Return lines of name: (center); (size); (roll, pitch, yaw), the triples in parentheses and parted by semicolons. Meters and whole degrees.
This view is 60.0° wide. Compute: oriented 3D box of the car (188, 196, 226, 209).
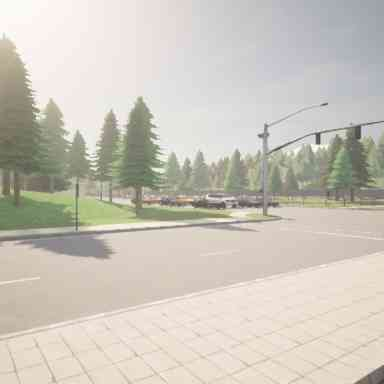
car: (1.931, 1.596, 44.296); (1.895, 1.301, 4.718); (0, 0, -35)

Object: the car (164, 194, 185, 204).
car: (-3.404, 1.345, 64.131); (2.097, 1.767, 4.553); (0, 0, -35)

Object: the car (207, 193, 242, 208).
car: (4.118, 1.216, 47.285); (2.150, 2.045, 5.566); (0, 0, -34)

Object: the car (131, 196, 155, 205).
car: (-9.290, 1.542, 60.302); (2.033, 1.411, 5.357); (0, 0, -36)

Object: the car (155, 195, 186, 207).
car: (-3.424, 1.499, 51.919); (1.837, 1.490, 4.892); (0, 0, -35)

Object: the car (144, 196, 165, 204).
car: (-7.156, 1.472, 63.376); (1.882, 1.535, 5.008); (0, 0, -35)

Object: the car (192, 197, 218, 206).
car: (2.167, 1.594, 56.149); (1.895, 1.301, 4.718); (0, 0, -35)

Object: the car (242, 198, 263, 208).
car: (7.677, 1.541, 48.301); (2.033, 1.411, 5.357); (0, 0, -35)

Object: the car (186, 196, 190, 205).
car: (-1.492, 1.472, 55.262); (1.882, 1.535, 5.008); (0, 0, -35)

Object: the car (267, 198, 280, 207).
car: (10.604, 1.540, 50.230); (2.033, 1.411, 5.357); (0, 0, -35)

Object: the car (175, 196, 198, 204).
car: (-1.144, 1.540, 67.047); (2.033, 1.411, 5.357); (0, 0, -34)
